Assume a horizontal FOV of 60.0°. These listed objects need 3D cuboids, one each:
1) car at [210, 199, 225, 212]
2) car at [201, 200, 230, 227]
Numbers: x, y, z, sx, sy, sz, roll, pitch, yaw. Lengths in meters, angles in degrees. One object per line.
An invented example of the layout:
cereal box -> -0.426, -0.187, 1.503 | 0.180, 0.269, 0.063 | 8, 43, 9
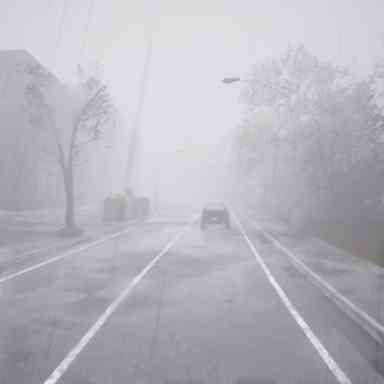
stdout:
car -> 3.153, 1.696, 41.617 | 1.812, 1.442, 4.674 | 0, 0, 4
car -> 1.661, 1.569, 23.617 | 1.882, 1.535, 5.008 | 0, 0, 5
